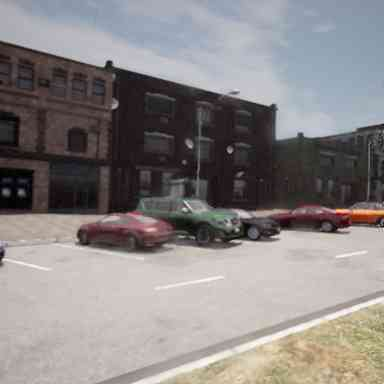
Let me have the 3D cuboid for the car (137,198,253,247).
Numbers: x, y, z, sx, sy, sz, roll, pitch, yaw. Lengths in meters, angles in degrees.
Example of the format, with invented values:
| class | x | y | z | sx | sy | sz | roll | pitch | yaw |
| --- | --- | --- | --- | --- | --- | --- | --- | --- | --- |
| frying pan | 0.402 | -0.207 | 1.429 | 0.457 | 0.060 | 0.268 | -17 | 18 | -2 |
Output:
| class | x | y | z | sx | sy | sz | roll | pitch | yaw |
| --- | --- | --- | --- | --- | --- | --- | --- | --- | --- |
| car | -0.335 | 1.289 | 15.704 | 5.566 | 2.045 | 2.435 | -1 | -1 | 35 |

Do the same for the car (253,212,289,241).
| class | x | y | z | sx | sy | sz | roll | pitch | yaw |
| --- | --- | --- | --- | --- | --- | --- | --- | --- | --- |
| car | 2.138 | 1.566 | 17.413 | 5.008 | 1.535 | 2.097 | -1 | -1 | 36 |

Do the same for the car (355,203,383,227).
| class | x | y | z | sx | sy | sz | roll | pitch | yaw |
| --- | --- | --- | --- | --- | --- | --- | --- | --- | --- |
| car | 12.259 | 1.541 | 24.018 | 4.553 | 1.767 | 2.185 | -1 | -1 | 37 |

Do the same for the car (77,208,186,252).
| class | x | y | z | sx | sy | sz | roll | pitch | yaw |
| --- | --- | --- | --- | --- | --- | --- | --- | --- | --- |
| car | -2.853 | 1.555 | 13.997 | 4.674 | 1.452 | 2.002 | -1 | -1 | 35 |

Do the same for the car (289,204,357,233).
| class | x | y | z | sx | sy | sz | roll | pitch | yaw |
| --- | --- | --- | --- | --- | --- | --- | --- | --- | --- |
| car | 7.173 | 1.616 | 20.745 | 5.008 | 1.535 | 2.097 | -1 | -1 | 36 |
